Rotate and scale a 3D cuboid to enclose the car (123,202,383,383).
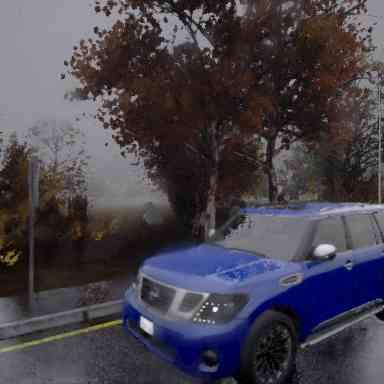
[{"bbox_3d":[1.685,1.225,5.579,5.566,2.045,2.150,0,0,-37],"label":"car"}]
